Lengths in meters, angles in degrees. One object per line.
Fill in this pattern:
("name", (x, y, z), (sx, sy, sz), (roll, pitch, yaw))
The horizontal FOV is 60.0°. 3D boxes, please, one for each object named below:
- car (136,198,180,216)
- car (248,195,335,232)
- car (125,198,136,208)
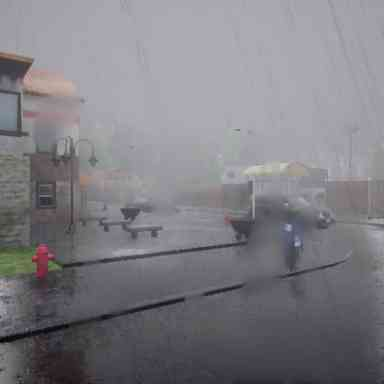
("car", (-3.310, 1.547, 33.600), (2.033, 1.411, 5.357), (0, 0, -35))
("car", (5.920, 1.220, 20.586), (2.150, 2.045, 5.566), (0, 0, -35))
("car", (-7.681, 1.526, 46.781), (1.812, 1.442, 4.674), (0, 0, -39))
